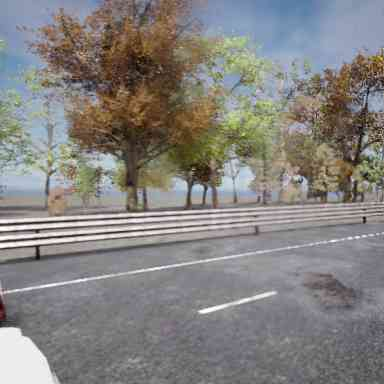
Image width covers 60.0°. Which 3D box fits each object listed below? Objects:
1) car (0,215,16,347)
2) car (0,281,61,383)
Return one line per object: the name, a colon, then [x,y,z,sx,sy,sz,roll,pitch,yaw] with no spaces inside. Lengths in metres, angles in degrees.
car: [-5.052,1.346,4.394,4.553,1.767,2.097,0,0,-36]
car: [-3.054,1.603,1.529,4.718,1.301,1.895,0,0,-36]
